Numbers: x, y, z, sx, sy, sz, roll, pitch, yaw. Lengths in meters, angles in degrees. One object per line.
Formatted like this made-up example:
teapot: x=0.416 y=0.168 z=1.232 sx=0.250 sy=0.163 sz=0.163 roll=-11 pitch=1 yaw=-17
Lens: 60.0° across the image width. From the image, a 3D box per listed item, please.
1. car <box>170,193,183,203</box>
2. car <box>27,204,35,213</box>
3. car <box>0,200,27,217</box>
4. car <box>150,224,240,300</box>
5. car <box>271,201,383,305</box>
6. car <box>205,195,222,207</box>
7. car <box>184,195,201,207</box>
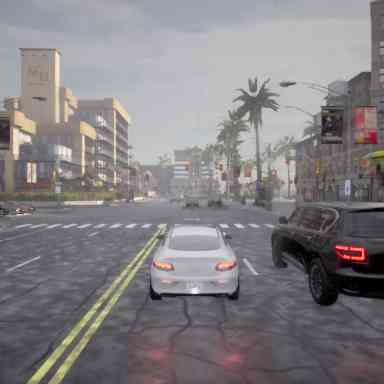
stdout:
car: x=-3.574 y=1.552 z=71.265 sx=1.994 sy=1.385 sz=4.181 roll=0 pitch=0 yaw=0
car: x=-18.805 y=1.564 z=34.827 sx=4.181 sy=1.385 sz=1.994 roll=0 pitch=0 yaw=-2
car: x=-18.367 y=1.505 z=30.855 sx=4.892 sy=1.490 sz=1.837 roll=0 pitch=0 yaw=6
car: x=0.061 y=1.526 z=8.289 sx=1.812 sy=1.442 sz=4.674 roll=0 pitch=0 yaw=0
car: x=3.559 y=1.221 z=8.232 sx=2.150 sy=2.045 sz=5.566 roll=0 pitch=0 yaw=0
car: x=3.548 y=1.352 z=52.057 sx=2.097 sy=1.767 sz=4.553 roll=0 pitch=0 yaw=0
car: x=0.050 y=1.600 z=50.785 sx=1.895 sy=1.301 sz=4.718 roll=0 pitch=0 yaw=0
